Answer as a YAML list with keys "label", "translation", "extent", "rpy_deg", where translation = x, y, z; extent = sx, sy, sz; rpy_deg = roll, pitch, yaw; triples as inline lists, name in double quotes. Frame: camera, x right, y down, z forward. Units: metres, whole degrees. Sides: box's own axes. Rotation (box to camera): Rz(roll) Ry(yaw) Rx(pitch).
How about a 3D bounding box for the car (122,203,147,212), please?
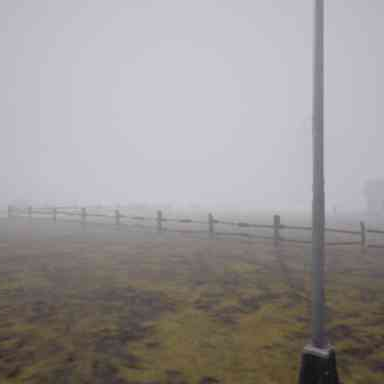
- label: "car"
  translation: [-10.000, 2.616, 57.975]
  extent: [2.128, 1.511, 4.902]
  rpy_deg: [-1, -2, 36]
